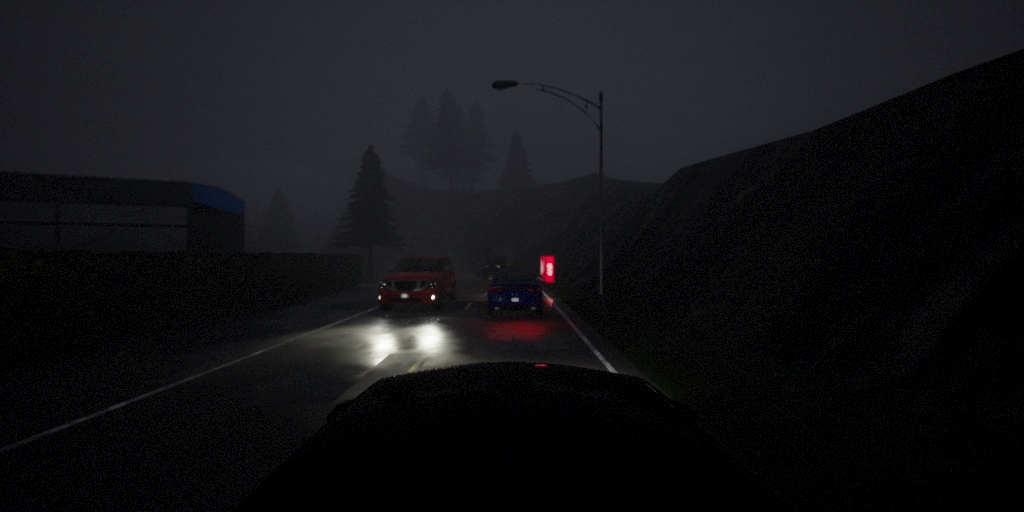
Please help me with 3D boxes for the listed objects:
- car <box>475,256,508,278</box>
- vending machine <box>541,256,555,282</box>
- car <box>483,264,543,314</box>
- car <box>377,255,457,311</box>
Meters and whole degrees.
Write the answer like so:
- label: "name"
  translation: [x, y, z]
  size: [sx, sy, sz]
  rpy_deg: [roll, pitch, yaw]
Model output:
- label: "car"
  translation: [-1.862, 0.982, 32.360]
  size: [2.150, 2.045, 5.566]
  rpy_deg: [0, 0, -15]
- label: "vending machine"
  translation: [2.784, 0.954, 27.803]
  size: [1.100, 2.100, 0.880]
  rpy_deg: [0, 0, -10]
- label: "car"
  translation: [0.094, 1.232, 13.808]
  size: [1.882, 1.535, 5.008]
  rpy_deg: [0, 0, 0]
- label: "car"
  translation: [-3.629, 0.976, 14.799]
  size: [2.150, 2.045, 5.566]
  rpy_deg: [0, 0, 0]
